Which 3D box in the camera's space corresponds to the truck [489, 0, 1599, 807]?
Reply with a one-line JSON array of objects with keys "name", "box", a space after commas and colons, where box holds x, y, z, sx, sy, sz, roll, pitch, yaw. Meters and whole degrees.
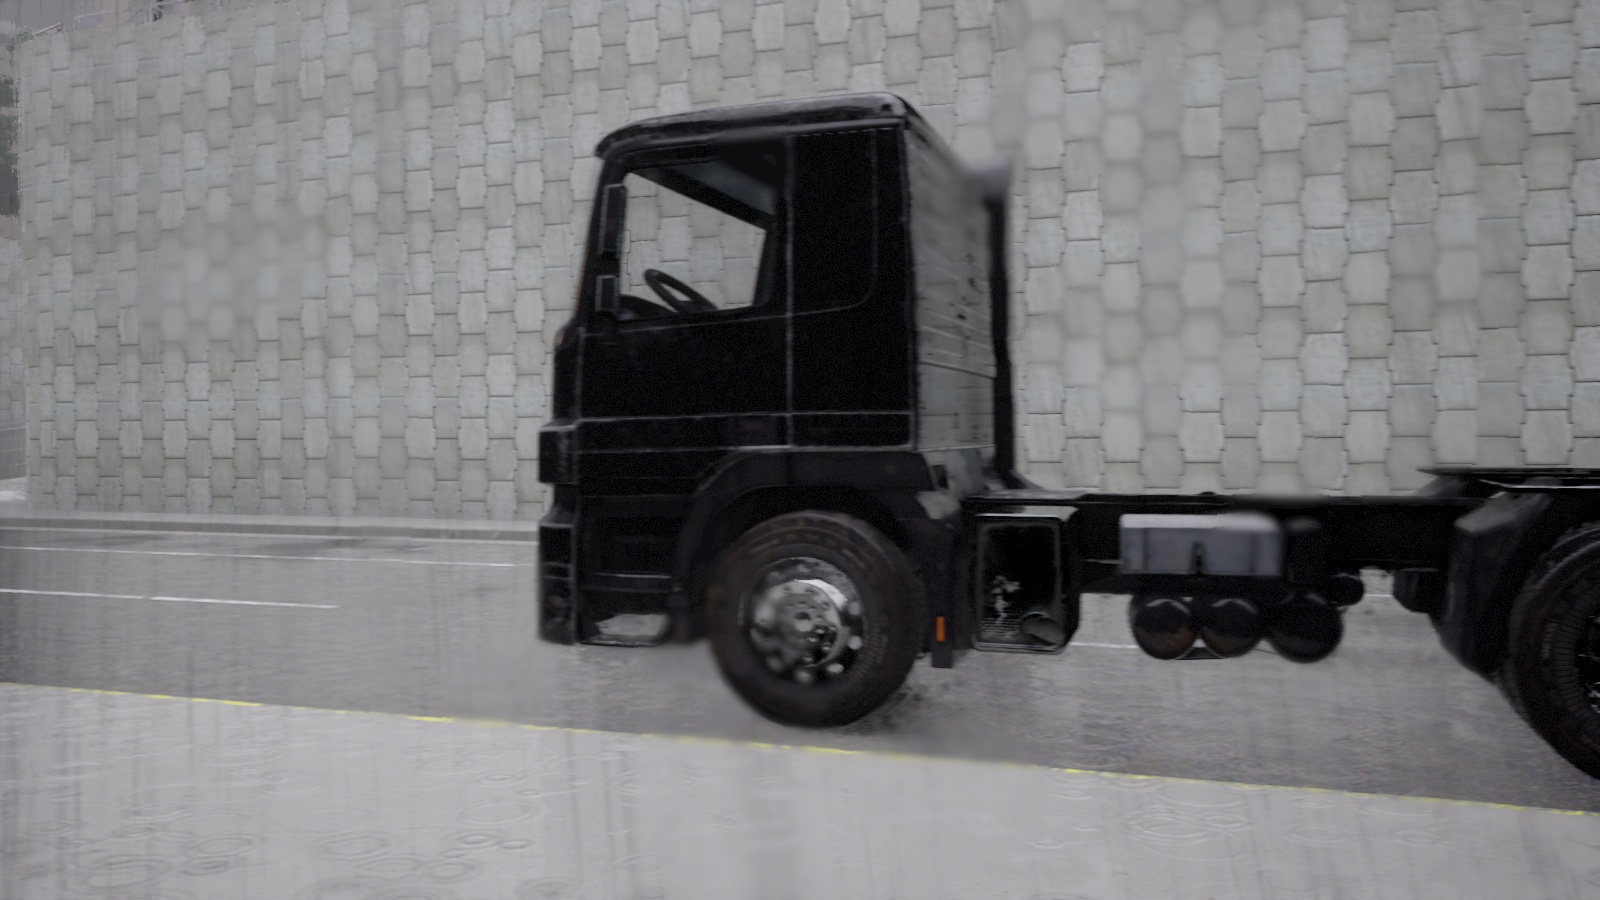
[{"name": "truck", "box": [2.495, -0.260, 7.087, 7.936, 3.462, 2.891, 1, 1, 19]}]
